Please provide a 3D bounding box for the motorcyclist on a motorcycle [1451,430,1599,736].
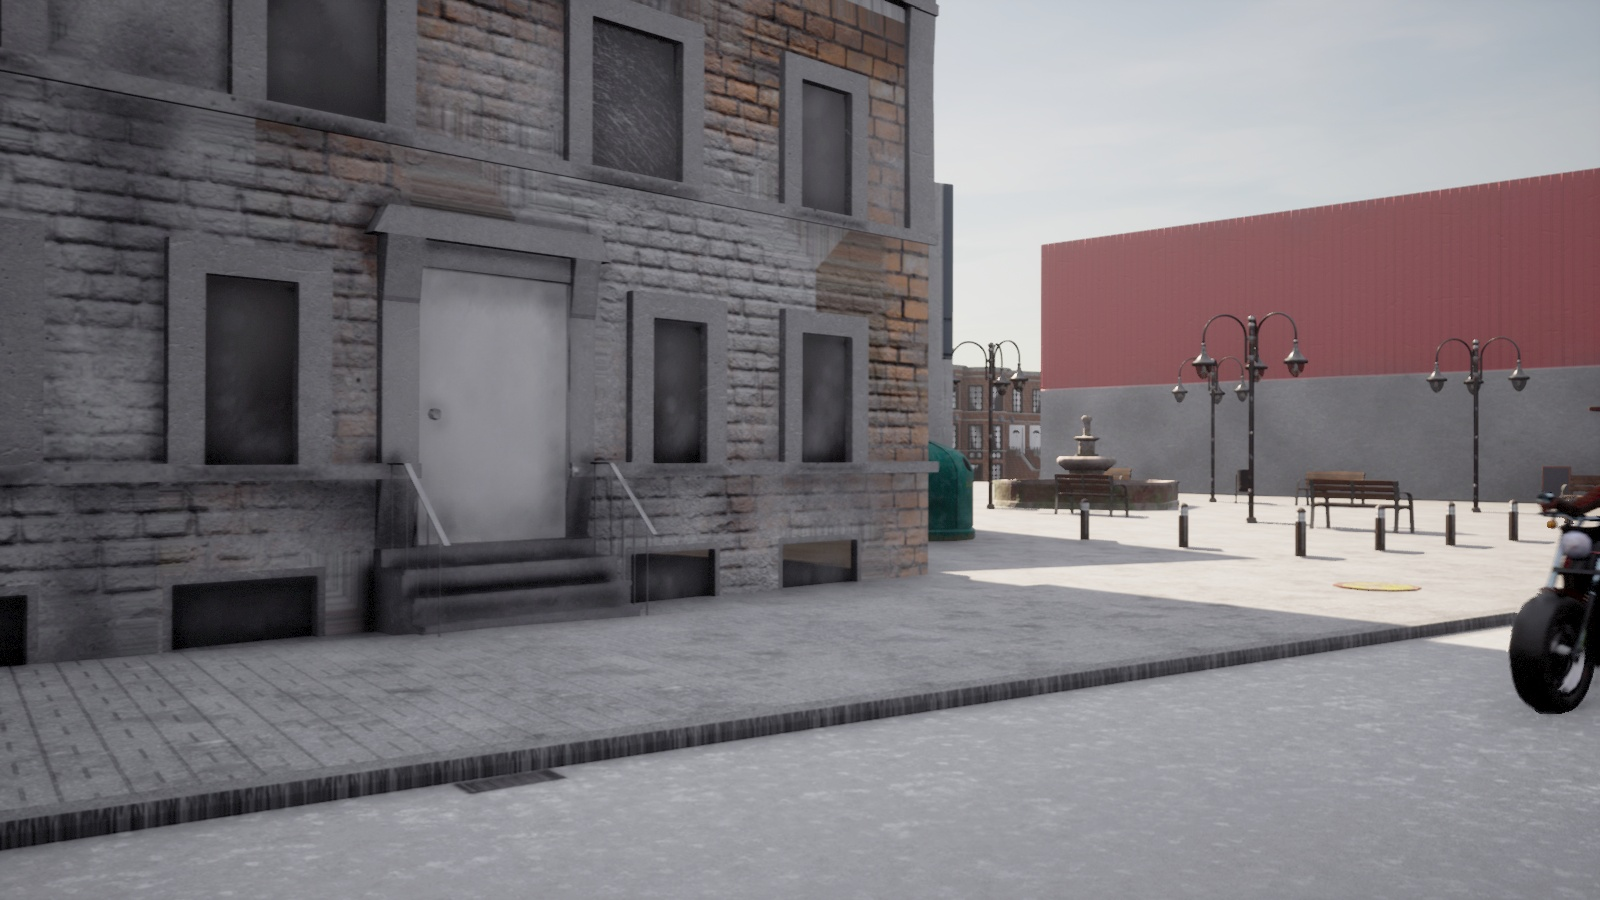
[{"bbox_3d":[5.031,0.717,7.772,2.350,1.649,0.766,0,0,-35],"label":"motorcyclist on a motorcycle"}]
